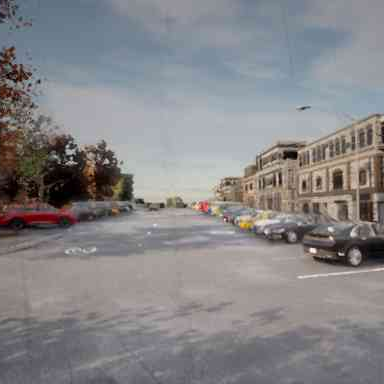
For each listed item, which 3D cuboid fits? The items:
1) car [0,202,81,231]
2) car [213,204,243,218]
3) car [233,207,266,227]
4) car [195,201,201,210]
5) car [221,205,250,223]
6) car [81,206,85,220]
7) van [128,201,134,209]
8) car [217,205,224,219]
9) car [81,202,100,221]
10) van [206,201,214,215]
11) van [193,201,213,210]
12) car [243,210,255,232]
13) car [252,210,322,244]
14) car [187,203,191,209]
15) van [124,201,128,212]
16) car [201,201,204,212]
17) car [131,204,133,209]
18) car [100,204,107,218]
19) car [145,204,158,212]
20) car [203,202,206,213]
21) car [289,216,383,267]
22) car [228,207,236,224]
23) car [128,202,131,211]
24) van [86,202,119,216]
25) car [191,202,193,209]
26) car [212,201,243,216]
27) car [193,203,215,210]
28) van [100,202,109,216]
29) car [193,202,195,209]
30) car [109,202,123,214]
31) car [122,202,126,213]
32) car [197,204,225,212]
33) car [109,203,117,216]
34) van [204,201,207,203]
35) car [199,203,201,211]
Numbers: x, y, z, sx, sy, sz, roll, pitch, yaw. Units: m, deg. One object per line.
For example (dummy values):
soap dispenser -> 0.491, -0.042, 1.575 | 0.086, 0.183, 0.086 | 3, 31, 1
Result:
car -> -12.039, 1.899, 26.398 | 5.566, 2.045, 2.435 | 0, -2, -23
car -> 5.271, 2.381, 36.130 | 4.892, 1.521, 2.231 | 1, -1, -23
car -> 6.050, 2.119, 24.490 | 5.366, 1.575, 1.946 | 1, -2, -23
car -> 4.061, 2.694, 59.579 | 5.566, 2.045, 2.435 | 1, -2, -23
car -> 5.584, 2.250, 30.267 | 4.892, 1.521, 2.231 | 1, -1, -23
car -> -12.240, 2.246, 29.302 | 4.792, 1.488, 2.163 | 0, -1, -23
van -> -14.179, 2.845, 64.545 | 4.442, 1.987, 1.878 | 0, -1, -23
car -> 5.392, 2.343, 33.186 | 4.792, 1.488, 2.163 | 1, -1, -23
car -> -12.499, 2.222, 35.211 | 4.553, 1.767, 2.185 | 0, -1, -23
van -> 4.701, 2.353, 44.872 | 4.442, 1.987, 1.878 | 1, -1, -23
van -> 2.690, 3.351, 82.937 | 4.442, 1.987, 1.878 | 2, -1, -23
car -> 6.038, 2.092, 21.481 | 4.674, 1.452, 2.002 | 1, -1, -23
car -> 6.197, 1.987, 18.554 | 4.892, 1.521, 2.231 | 1, -1, -23
car -> 2.447, 3.492, 88.838 | 5.566, 2.045, 2.435 | 2, -2, -23
van -> -13.505, 2.614, 55.828 | 4.442, 1.987, 1.878 | 0, -2, -23
car -> 4.313, 2.668, 53.696 | 4.553, 1.767, 2.185 | 1, -2, -23
car -> -13.921, 3.032, 61.652 | 4.674, 1.452, 2.002 | 0, -2, -23
car -> -12.706, 2.445, 38.123 | 4.792, 1.488, 2.163 | 0, -1, -23
car -> -7.814, 3.201, 67.376 | 2.033, 1.411, 5.357 | 0, -2, -3
car -> 4.642, 2.652, 47.845 | 5.008, 1.535, 2.097 | 1, -2, -23
car -> 6.495, 1.856, 12.700 | 4.892, 1.521, 2.231 | 1, -2, -23
car -> 5.730, 2.223, 27.340 | 4.674, 1.452, 2.002 | 1, -1, -23
car -> -13.764, 2.956, 58.712 | 4.674, 1.452, 2.002 | 0, -2, -23
van -> -13.407, 2.468, 49.850 | 4.442, 1.987, 1.878 | 0, -1, -23
car -> 3.279, 3.420, 77.196 | 5.366, 1.575, 1.946 | 2, -2, -23
car -> 5.143, 2.322, 39.070 | 4.553, 1.767, 2.185 | 1, -1, -23
car -> 2.977, 3.529, 80.066 | 4.792, 1.488, 2.163 | 2, -2, -23
van -> -12.939, 2.257, 41.029 | 4.442, 1.987, 1.878 | 0, -1, -23
car -> 3.586, 3.258, 71.345 | 5.366, 1.575, 1.946 | 2, -2, -23
car -> -12.973, 2.618, 47.028 | 5.366, 1.575, 1.946 | 0, -2, -23
car -> -13.448, 2.805, 52.828 | 4.674, 1.452, 2.002 | 0, -1, -23
car -> 3.716, 3.100, 65.415 | 4.892, 1.521, 2.231 | 1, -2, -23
car -> -12.980, 2.552, 44.015 | 4.892, 1.521, 2.231 | 0, -1, -23
van -> 4.603, 2.500, 50.828 | 4.442, 1.987, 1.878 | 1, -2, -23
car -> 4.188, 2.909, 56.626 | 4.674, 1.452, 2.002 | 1, -1, -23
